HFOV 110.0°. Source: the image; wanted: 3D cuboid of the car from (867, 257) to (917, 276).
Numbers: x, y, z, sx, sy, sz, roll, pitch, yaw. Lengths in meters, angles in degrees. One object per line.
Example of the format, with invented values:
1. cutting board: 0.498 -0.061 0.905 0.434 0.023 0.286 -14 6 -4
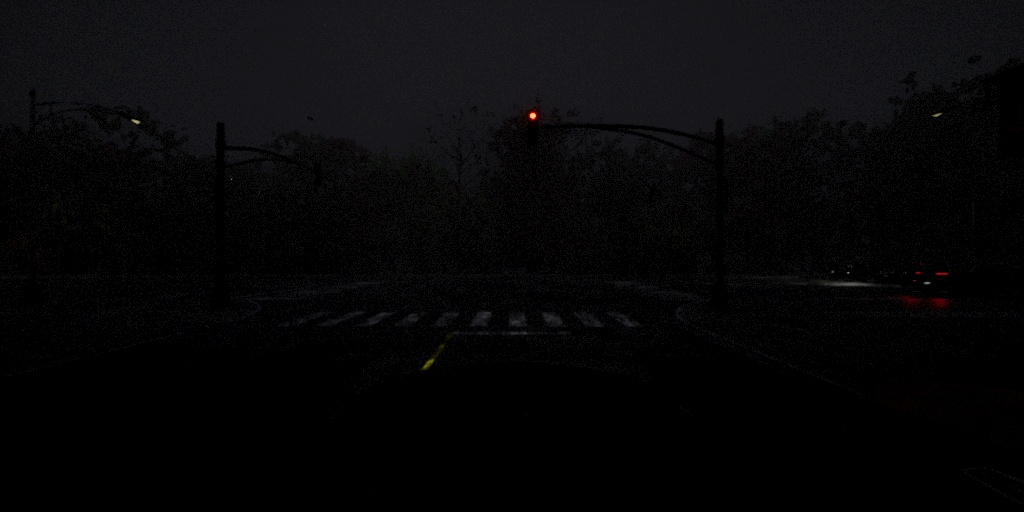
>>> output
1. car: 25.858 0.993 22.405 4.902 1.511 2.128 0 0 1

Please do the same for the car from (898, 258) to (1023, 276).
1. car: 20.871 0.992 15.897 4.902 1.511 2.128 0 0 1

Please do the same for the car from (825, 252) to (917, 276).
1. car: 25.790 0.726 25.657 5.566 2.045 2.150 0 0 1
